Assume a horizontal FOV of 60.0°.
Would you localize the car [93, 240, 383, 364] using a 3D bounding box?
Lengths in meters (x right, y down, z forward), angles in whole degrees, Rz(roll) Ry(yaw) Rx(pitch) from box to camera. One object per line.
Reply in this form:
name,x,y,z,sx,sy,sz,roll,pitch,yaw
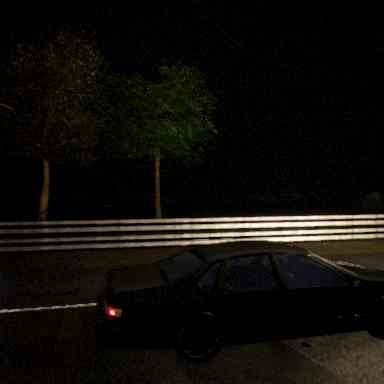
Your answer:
car,1.182,1.549,5.495,5.357,1.411,2.033,0,0,-14
